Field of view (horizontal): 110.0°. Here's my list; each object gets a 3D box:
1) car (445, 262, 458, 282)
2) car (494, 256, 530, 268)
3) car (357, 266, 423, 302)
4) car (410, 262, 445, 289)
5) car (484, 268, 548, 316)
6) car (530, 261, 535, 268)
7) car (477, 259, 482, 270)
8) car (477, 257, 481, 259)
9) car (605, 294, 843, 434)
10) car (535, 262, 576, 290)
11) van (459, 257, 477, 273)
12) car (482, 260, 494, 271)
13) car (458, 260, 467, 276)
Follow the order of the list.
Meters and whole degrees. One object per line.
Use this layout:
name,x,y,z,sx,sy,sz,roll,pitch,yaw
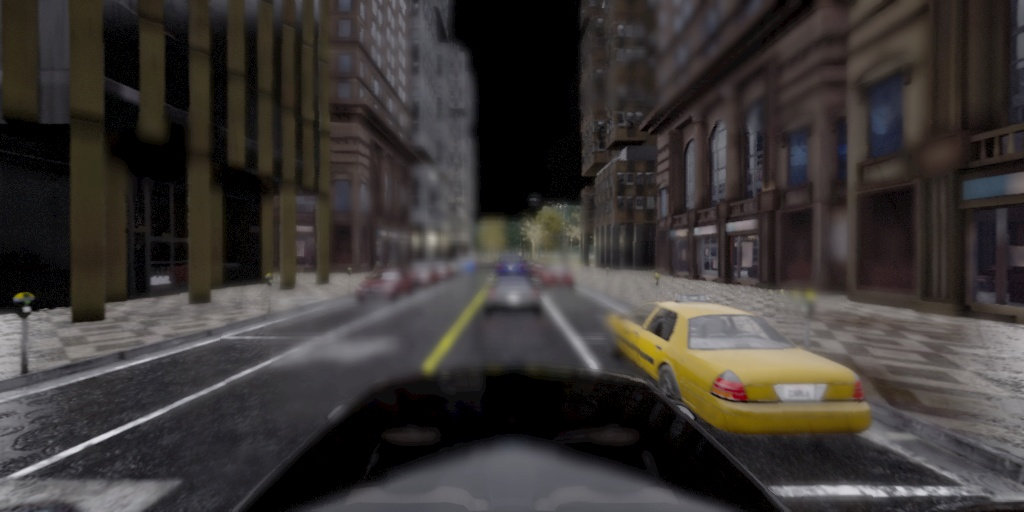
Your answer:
car,-5.770,1.203,28.270,1.967,1.591,4.097,0,0,0
car,0.056,0.986,27.633,2.150,2.045,5.566,0,0,1
car,-5.767,1.330,16.933,1.802,1.307,4.207,0,0,0
car,-5.769,1.194,22.600,1.967,1.591,4.097,0,0,0
car,0.064,1.308,13.263,1.994,1.385,4.181,0,0,0
car,2.753,1.357,33.911,1.802,1.307,4.207,0,0,0
car,-5.777,1.398,50.946,1.802,1.307,4.207,0,0,0
car,-5.779,1.151,56.614,2.192,1.841,5.009,0,0,0
car,2.762,1.273,5.737,1.751,1.417,4.829,0,0,0
car,2.757,1.193,22.573,1.967,1.591,4.097,0,0,0
van,-5.775,1.141,45.278,1.690,1.789,3.998,0,0,0
car,-3.083,1.369,52.450,2.033,1.411,5.357,0,0,0
car,-5.772,1.325,33.939,2.007,1.370,4.403,0,0,0
